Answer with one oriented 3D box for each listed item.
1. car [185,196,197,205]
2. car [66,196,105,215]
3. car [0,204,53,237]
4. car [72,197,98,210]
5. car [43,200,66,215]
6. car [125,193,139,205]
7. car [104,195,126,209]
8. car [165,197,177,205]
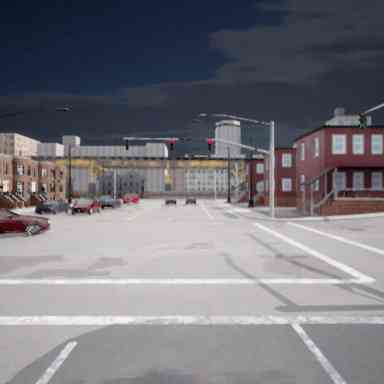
[{"bbox_3d":[-0.168,1.491,58.619,1.812,1.442,4.674,0,0,0],"label":"car"},{"bbox_3d":[-10.685,1.458,33.884,1.882,1.535,5.008,0,0,0],"label":"car"},{"bbox_3d":[-9.694,1.516,16.738,4.674,1.442,1.812,0,0,-24],"label":"car"},{"bbox_3d":[-14.211,1.452,44.341,1.882,1.535,5.008,0,0,0],"label":"car"},{"bbox_3d":[-14.188,1.527,34.300,2.033,1.411,5.357,0,0,0],"label":"car"},{"bbox_3d":[-10.717,1.190,58.270,2.150,2.045,5.566,0,0,0],"label":"car"},{"bbox_3d":[-10.709,1.521,44.363,2.033,1.411,5.357,0,0,0],"label":"car"},{"bbox_3d":[-3.668,1.566,58.635,1.895,1.301,4.718,0,0,0],"label":"car"}]
